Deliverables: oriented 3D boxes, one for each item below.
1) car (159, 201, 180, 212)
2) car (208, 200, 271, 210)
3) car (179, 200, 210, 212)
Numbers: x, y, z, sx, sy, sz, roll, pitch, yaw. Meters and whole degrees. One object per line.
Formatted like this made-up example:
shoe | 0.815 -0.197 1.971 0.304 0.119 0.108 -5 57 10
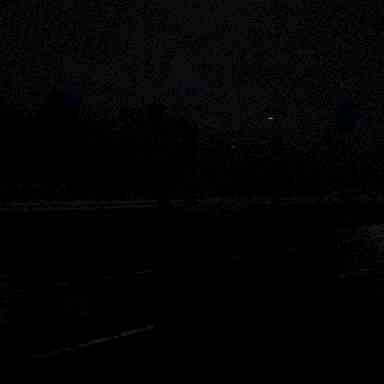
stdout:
car | -0.658 1.543 33.509 5.357 1.411 2.033 0 0 -35
car | 3.814 1.502 23.836 4.892 1.490 1.837 0 0 -35
car | 1.474 1.561 26.471 4.181 1.385 1.994 0 0 -35
